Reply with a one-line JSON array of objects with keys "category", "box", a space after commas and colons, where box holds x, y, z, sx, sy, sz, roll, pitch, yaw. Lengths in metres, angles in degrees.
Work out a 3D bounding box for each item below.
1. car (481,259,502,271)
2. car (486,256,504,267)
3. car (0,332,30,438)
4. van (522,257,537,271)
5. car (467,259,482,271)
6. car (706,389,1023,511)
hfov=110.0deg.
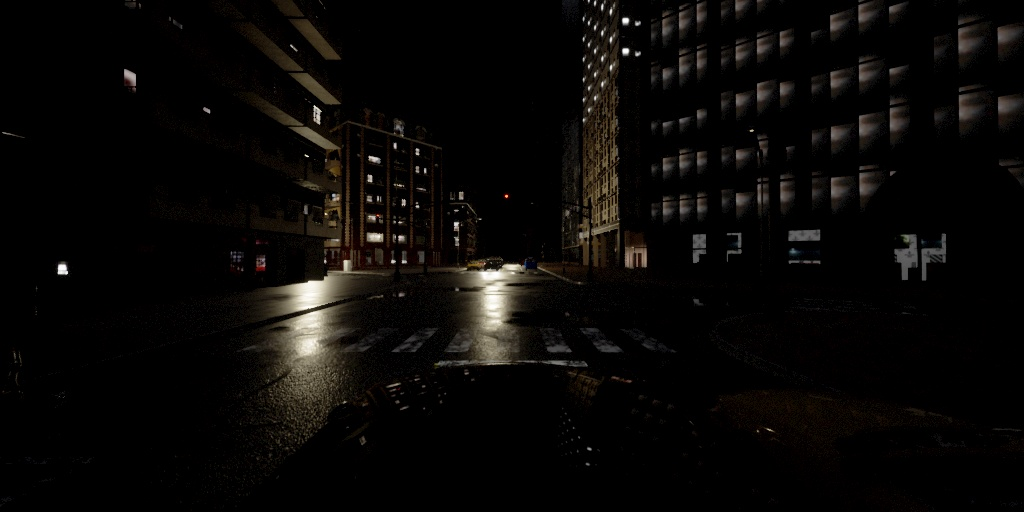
[{"category": "car", "box": [-2.800, 1.395, 49.229, 1.895, 1.301, 4.718, 0, 0, 0]}, {"category": "car", "box": [-2.779, 1.037, 59.153, 2.150, 2.045, 5.566, 0, 0, 0]}, {"category": "car", "box": [-5.318, 1.065, 1.076, 2.192, 1.841, 5.009, 0, 0, 0]}, {"category": "van", "box": [2.614, 1.136, 50.067, 1.690, 1.789, 3.998, 0, 0, 0]}, {"category": "car", "box": [-5.267, 1.321, 49.906, 1.751, 1.417, 4.829, 0, 0, 0]}, {"category": "car", "box": [2.563, 1.275, 1.244, 1.751, 1.417, 4.829, 0, 0, 0]}]
